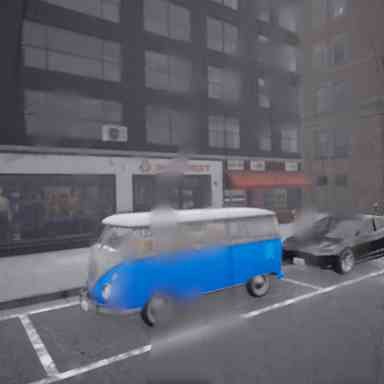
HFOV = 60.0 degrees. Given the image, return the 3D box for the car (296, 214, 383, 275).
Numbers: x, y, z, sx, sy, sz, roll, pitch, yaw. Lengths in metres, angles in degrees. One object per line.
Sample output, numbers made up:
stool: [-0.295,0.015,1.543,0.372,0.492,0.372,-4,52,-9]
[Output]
car: [4.502,1.340,9.684,4.313,1.339,1.947,-2,1,-35]

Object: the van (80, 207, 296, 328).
van: [-0.003,1.243,6.521,3.998,1.788,1.690,-2,1,-35]
